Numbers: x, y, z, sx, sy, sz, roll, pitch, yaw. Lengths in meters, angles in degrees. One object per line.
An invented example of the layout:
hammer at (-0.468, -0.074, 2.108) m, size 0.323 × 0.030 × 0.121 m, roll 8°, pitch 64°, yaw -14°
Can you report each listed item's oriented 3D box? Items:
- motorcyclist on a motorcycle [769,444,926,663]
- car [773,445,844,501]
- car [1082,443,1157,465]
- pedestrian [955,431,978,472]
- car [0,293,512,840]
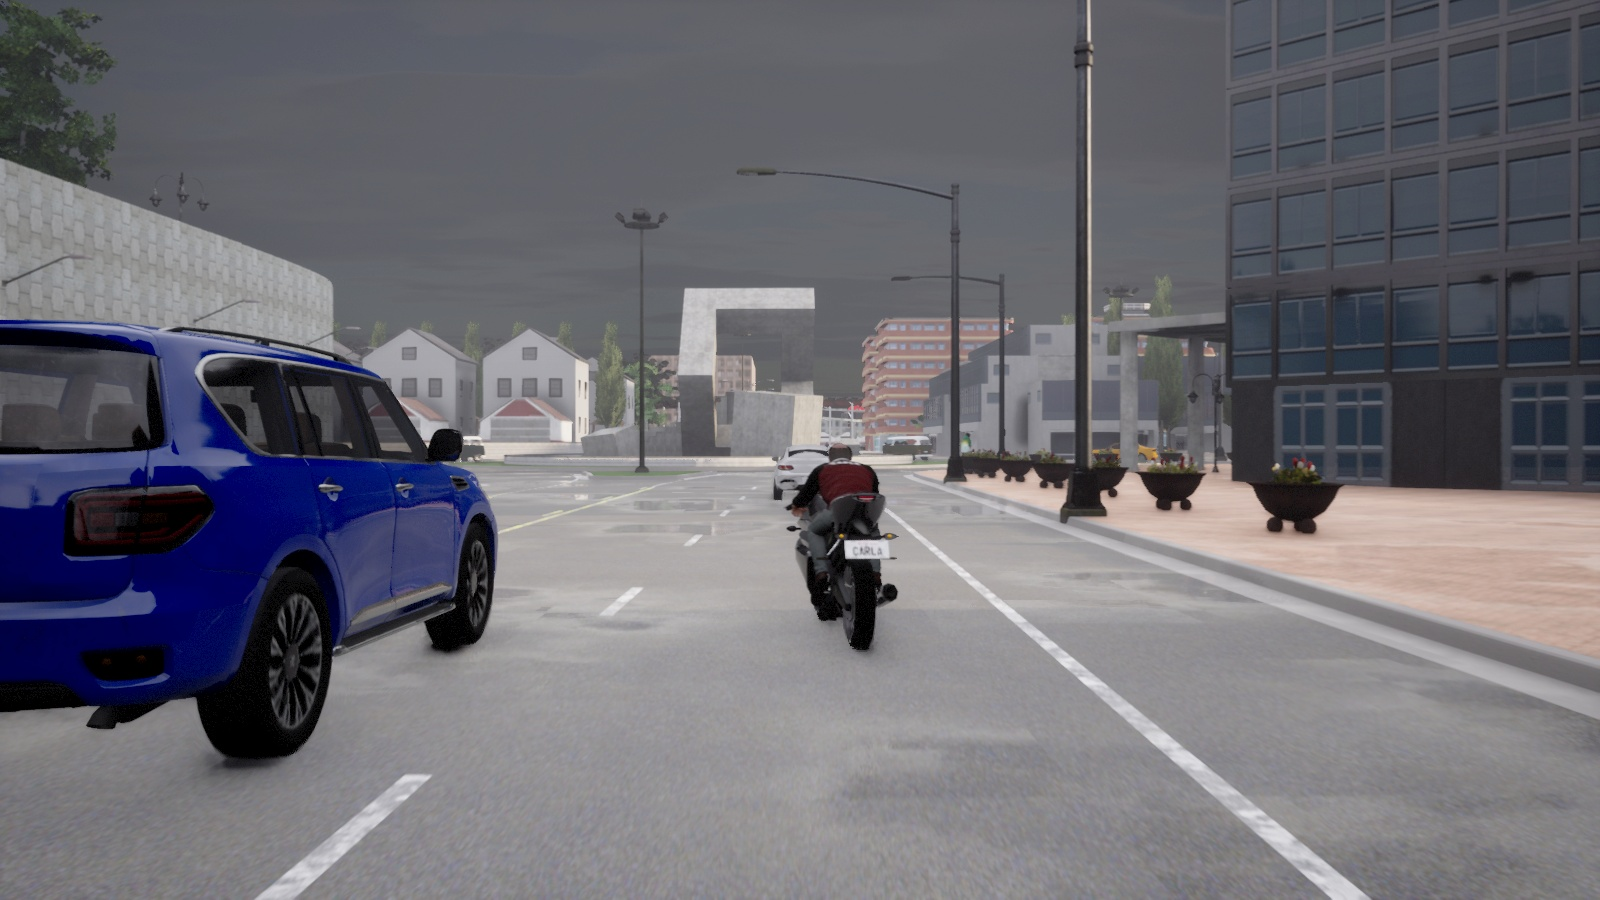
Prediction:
motorcyclist on a motorcycle at (0.311, 0.726, 9.949) m, size 0.866 × 1.530 × 2.191 m, roll 1°, pitch 0°, yaw -8°
car at (0.214, 0.579, 34.426) m, size 1.812 × 1.442 × 4.674 m, roll 0°, pitch 0°, yaw 0°
car at (22.482, 0.245, 88.428) m, size 5.008 × 1.535 × 1.882 m, roll 0°, pitch 0°, yaw 18°
pedestrian at (8.051, 0.067, 60.629) m, size 0.873 × 1.952 × 0.659 m, roll 0°, pitch 0°, yaw -25°
car at (-3.441, 0.421, 7.483) m, size 2.150 × 2.045 × 5.566 m, roll 0°, pitch 0°, yaw 0°
